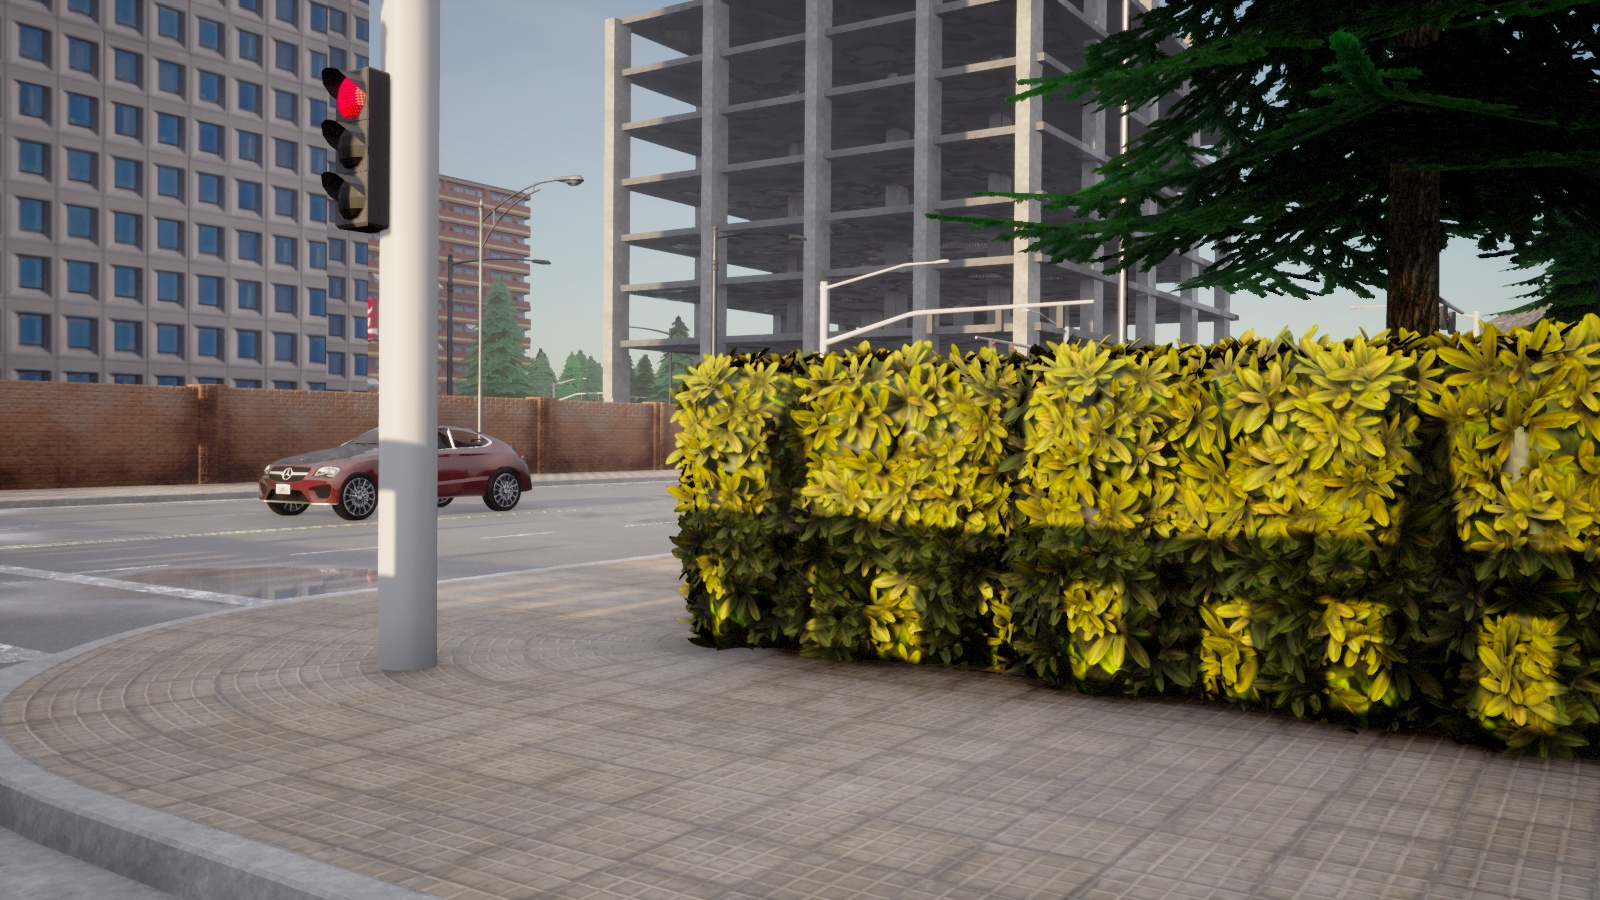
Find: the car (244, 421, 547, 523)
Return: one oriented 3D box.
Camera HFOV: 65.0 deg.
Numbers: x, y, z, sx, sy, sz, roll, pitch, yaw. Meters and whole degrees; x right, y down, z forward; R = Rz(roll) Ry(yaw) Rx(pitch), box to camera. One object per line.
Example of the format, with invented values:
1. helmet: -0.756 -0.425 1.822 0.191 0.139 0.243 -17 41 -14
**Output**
1. car: -7.250 0.316 23.069 2.152 1.651 5.027 0 1 33
